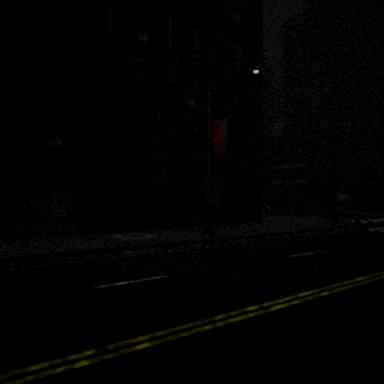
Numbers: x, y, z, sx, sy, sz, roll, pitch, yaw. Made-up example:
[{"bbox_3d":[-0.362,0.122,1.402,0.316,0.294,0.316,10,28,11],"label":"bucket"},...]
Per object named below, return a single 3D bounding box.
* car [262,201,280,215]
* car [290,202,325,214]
[{"bbox_3d":[7.606,1.676,36.213,1.967,1.590,4.097,1,-1,-35],"label":"car"},{"bbox_3d":[14.161,1.909,40.837,1.947,1.339,4.313,1,-1,-35],"label":"car"}]
